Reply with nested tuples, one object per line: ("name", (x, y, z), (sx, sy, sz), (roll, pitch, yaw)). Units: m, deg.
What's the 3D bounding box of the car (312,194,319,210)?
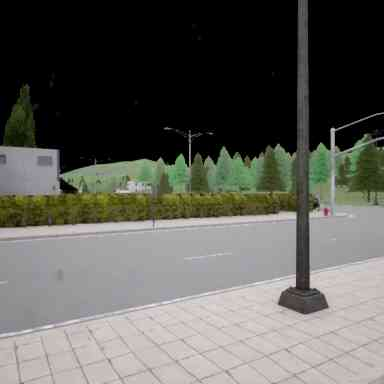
("car", (13.563, 1.223, 42.617), (2.150, 2.045, 5.566), (0, 0, -32))
